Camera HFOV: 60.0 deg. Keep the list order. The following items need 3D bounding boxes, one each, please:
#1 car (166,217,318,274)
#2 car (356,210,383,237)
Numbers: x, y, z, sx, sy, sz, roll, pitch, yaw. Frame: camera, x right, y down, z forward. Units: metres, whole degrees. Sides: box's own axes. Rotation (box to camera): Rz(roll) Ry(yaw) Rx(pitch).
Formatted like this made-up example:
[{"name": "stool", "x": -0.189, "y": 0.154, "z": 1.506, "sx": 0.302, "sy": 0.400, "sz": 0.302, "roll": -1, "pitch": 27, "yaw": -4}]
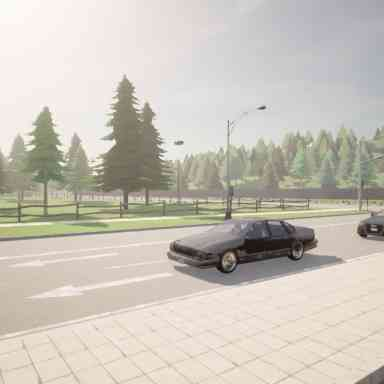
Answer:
[{"name": "car", "x": 1.861, "y": 1.547, "z": 10.826, "sx": 5.357, "sy": 1.411, "sz": 2.033, "roll": 0, "pitch": 0, "yaw": -35}, {"name": "car", "x": 10.102, "y": 1.564, "z": 16.619, "sx": 4.181, "sy": 1.385, "sz": 1.994, "roll": 0, "pitch": 0, "yaw": -35}]
